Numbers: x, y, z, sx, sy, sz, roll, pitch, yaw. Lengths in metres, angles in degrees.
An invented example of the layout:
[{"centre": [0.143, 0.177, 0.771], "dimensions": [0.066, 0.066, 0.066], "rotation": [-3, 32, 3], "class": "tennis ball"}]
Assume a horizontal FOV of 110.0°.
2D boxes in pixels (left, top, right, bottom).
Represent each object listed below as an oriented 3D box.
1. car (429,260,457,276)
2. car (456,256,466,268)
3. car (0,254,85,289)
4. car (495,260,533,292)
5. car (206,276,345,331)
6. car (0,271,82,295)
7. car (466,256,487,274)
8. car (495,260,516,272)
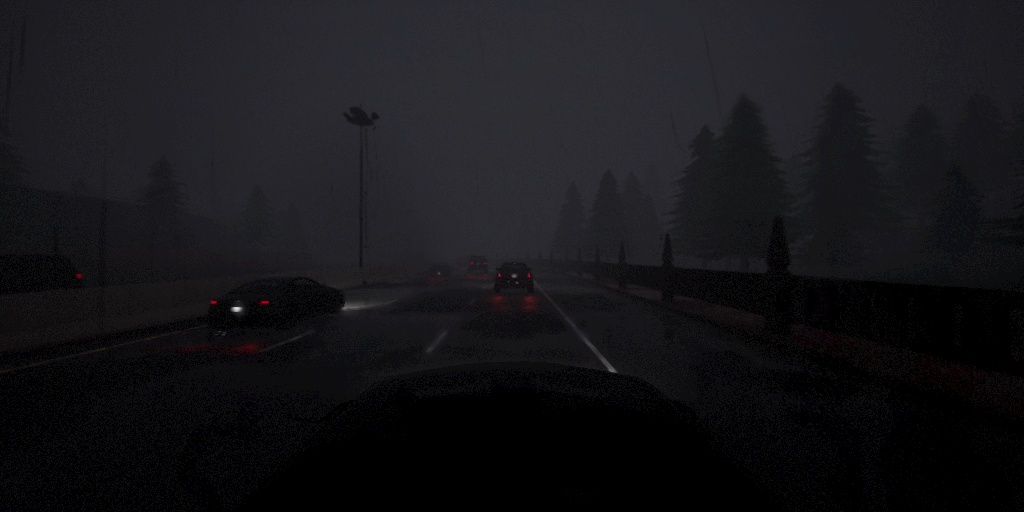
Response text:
[{"centre": [-7.091, 1.343, 36.431], "dimensions": [1.895, 1.301, 4.718], "rotation": [0, 0, -3], "class": "car"}, {"centre": [-8.447, 0.960, 63.044], "dimensions": [2.150, 2.045, 5.566], "rotation": [1, -1, -20], "class": "car"}, {"centre": [-17.530, 0.953, 11.397], "dimensions": [2.150, 2.045, 5.566], "rotation": [0, 0, 1], "class": "car"}, {"centre": [0.121, 1.102, 21.357], "dimensions": [2.097, 1.767, 4.553], "rotation": [0, 0, 0], "class": "car"}, {"centre": [-6.889, 1.306, 10.987], "dimensions": [1.994, 1.385, 4.181], "rotation": [0, 0, 0], "class": "car"}, {"centre": [-14.055, 1.260, 8.543], "dimensions": [1.812, 1.442, 4.674], "rotation": [0, 0, 0], "class": "car"}, {"centre": [-4.079, 0.966, 42.386], "dimensions": [2.150, 2.045, 5.566], "rotation": [1, 0, -7], "class": "car"}, {"centre": [-0.939, 1.297, 47.782], "dimensions": [2.033, 1.411, 5.357], "rotation": [0, 0, -10], "class": "car"}]
